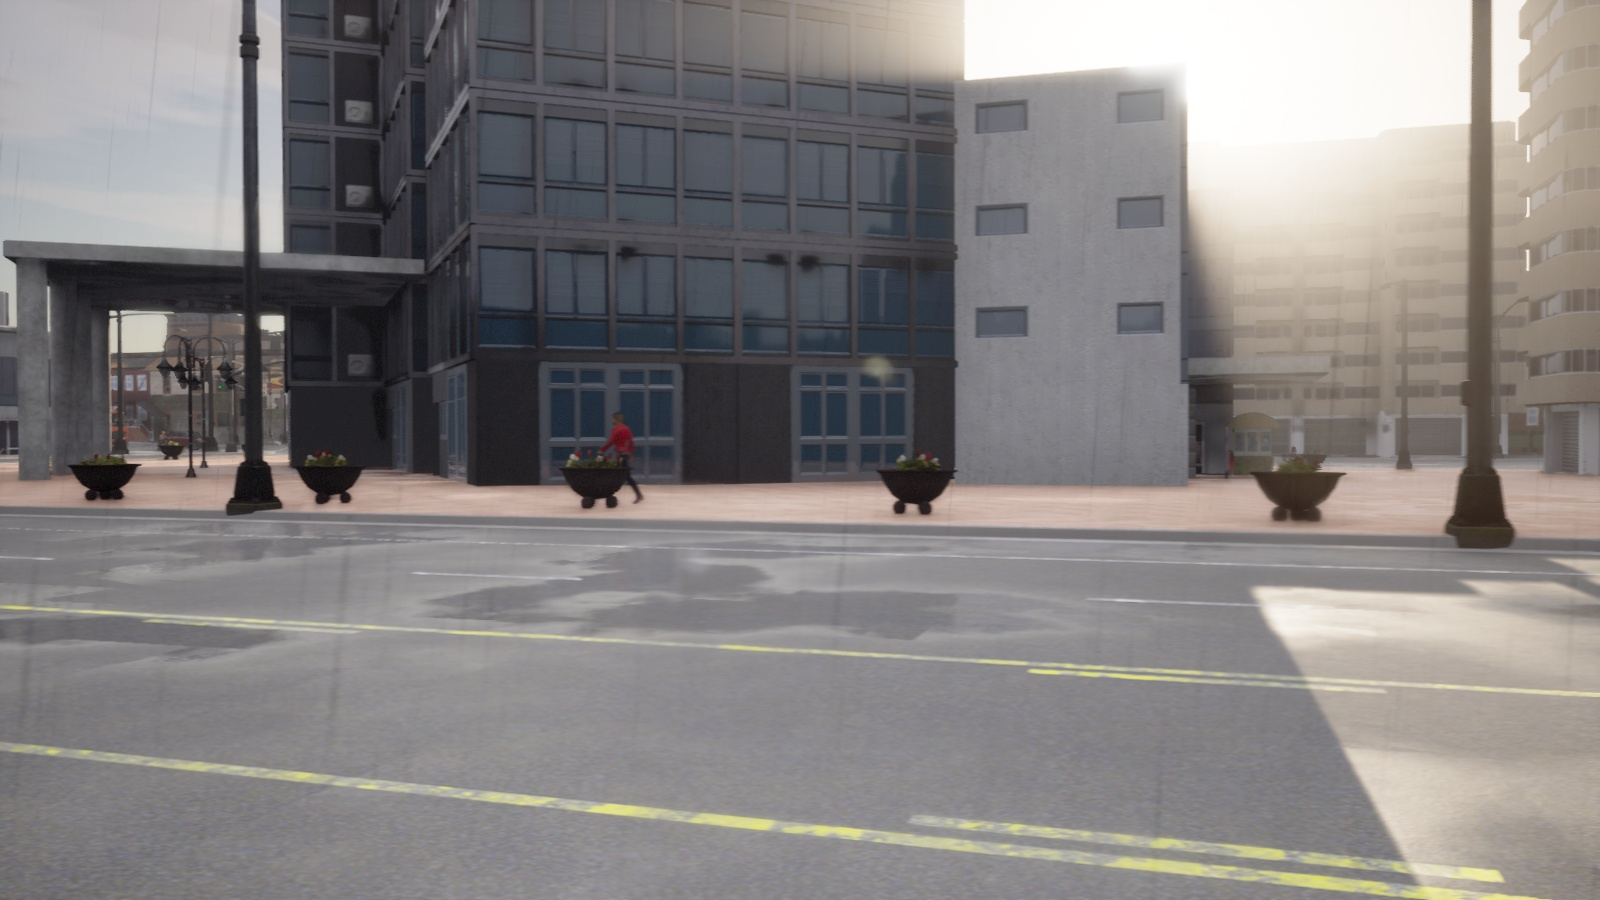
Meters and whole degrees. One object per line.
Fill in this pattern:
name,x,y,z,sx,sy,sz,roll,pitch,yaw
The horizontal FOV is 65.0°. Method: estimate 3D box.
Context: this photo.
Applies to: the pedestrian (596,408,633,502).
pedestrian,-3.675,0.099,24.908,0.636,1.846,0.331,0,1,17
